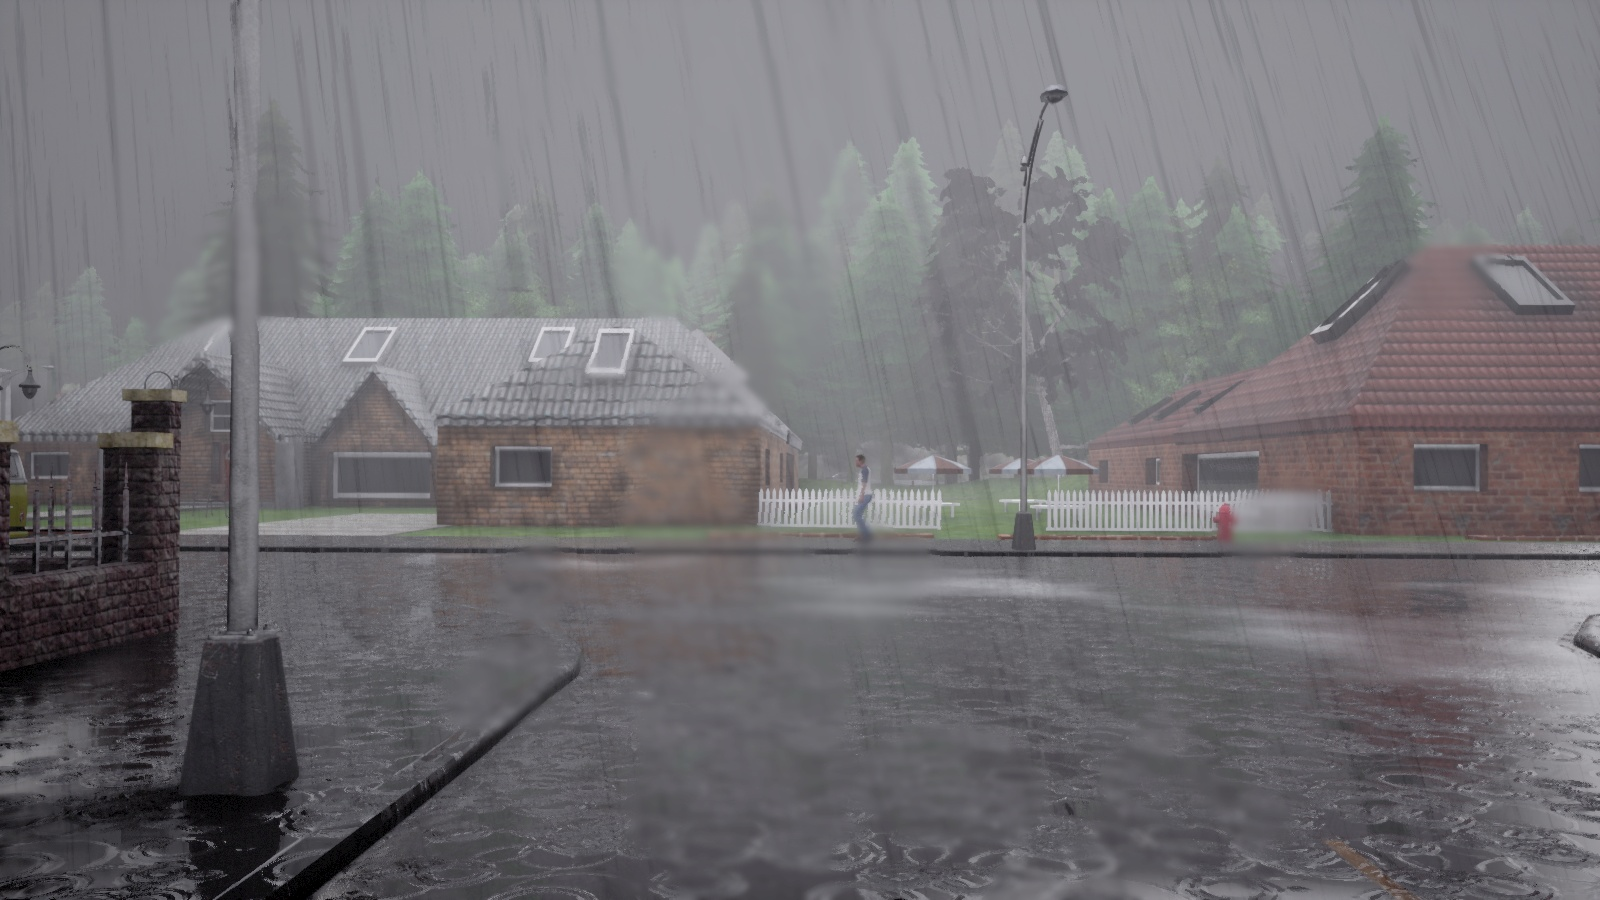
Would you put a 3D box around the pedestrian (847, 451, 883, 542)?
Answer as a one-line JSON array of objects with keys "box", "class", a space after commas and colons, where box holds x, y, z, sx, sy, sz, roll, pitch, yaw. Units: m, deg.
[{"box": [1.316, 0.934, 25.367, 0.706, 1.836, 0.354, 0, -1, 1], "class": "pedestrian"}]

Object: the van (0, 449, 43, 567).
[{"box": [-15.730, 0.992, 21.604, 4.442, 1.987, 1.775, 0, -1, 5], "class": "van"}]
